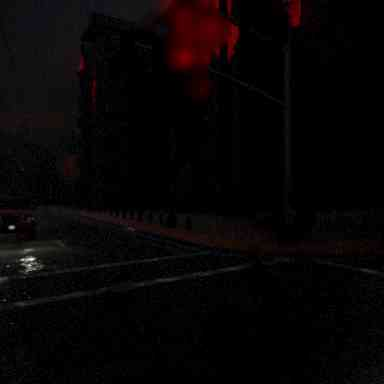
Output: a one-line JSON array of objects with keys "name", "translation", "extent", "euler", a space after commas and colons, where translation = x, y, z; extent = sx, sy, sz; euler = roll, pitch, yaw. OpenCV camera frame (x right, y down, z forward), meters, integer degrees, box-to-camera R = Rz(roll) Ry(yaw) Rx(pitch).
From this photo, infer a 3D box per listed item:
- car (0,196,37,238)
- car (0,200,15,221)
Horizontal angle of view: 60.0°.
[{"name": "car", "translation": [-9.609, 1.267, 17.456], "extent": [2.150, 2.045, 5.566], "euler": [0, 0, -31]}, {"name": "car", "translation": [-16.530, 1.548, 28.820], "extent": [1.882, 1.535, 5.008], "euler": [0, 0, -31]}]
